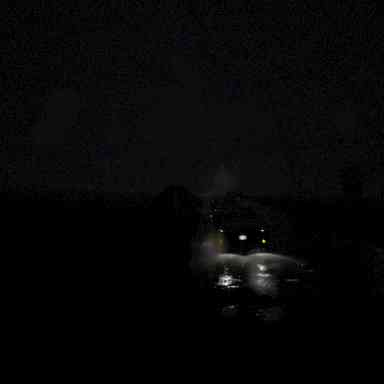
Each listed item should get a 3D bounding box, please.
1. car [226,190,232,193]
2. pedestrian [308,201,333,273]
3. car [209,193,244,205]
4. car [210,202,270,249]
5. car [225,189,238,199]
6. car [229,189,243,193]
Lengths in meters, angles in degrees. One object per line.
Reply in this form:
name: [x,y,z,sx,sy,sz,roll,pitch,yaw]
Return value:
car: [2.793,0.854,33.992,1.812,1.442,4.674,-2,1,3]
pedestrian: [3.296,1.120,8.563,0.375,1.860,0.375,0,-1,3]
car: [2.256,1.065,22.504,2.128,1.511,4.902,-2,1,3]
car: [1.849,1.338,13.357,1.994,1.385,4.181,-2,1,3]
car: [6.807,0.299,57.675,1.837,1.490,4.892,-2,1,3]
car: [6.346,0.480,47.519,1.837,1.490,4.892,-2,1,3]
